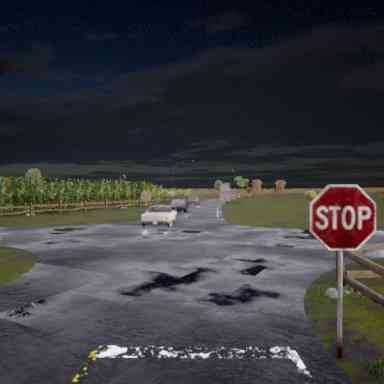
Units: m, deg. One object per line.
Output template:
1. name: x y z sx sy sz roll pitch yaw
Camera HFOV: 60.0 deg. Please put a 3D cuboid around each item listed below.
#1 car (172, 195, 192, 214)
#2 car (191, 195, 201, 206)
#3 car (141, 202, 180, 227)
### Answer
1. car: -1.370 1.459 35.836 1.882 1.535 5.008 0 0 4
2. car: 0.321 1.306 54.263 2.097 1.767 4.553 0 0 6
3. car: -2.170 1.594 22.613 1.895 1.301 4.718 0 0 3
